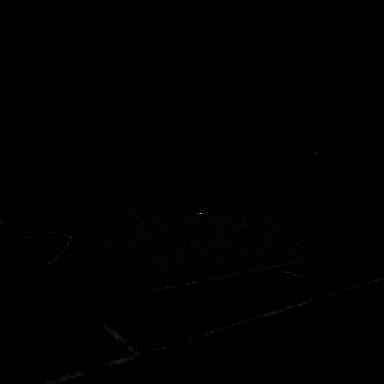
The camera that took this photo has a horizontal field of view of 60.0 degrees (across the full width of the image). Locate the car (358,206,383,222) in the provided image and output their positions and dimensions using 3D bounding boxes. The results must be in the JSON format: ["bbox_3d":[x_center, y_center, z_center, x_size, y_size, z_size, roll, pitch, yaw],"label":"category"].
[{"bbox_3d":[15.929,1.741,25.956,2.033,1.411,5.357,0,-1,-35],"label":"car"}]

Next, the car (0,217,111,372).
[{"bbox_3d":[-3.524,1.316,4.133,5.009,1.841,2.192,0,0,-35],"label":"car"}]

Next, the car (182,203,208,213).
[{"bbox_3d":[0.422,2.285,47.961,1.994,1.385,4.181,0,-1,-35],"label":"car"}]

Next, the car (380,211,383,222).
[{"bbox_3d":[9.886,1.545,13.686,4.313,1.339,1.947,0,0,-35],"label":"car"}]
